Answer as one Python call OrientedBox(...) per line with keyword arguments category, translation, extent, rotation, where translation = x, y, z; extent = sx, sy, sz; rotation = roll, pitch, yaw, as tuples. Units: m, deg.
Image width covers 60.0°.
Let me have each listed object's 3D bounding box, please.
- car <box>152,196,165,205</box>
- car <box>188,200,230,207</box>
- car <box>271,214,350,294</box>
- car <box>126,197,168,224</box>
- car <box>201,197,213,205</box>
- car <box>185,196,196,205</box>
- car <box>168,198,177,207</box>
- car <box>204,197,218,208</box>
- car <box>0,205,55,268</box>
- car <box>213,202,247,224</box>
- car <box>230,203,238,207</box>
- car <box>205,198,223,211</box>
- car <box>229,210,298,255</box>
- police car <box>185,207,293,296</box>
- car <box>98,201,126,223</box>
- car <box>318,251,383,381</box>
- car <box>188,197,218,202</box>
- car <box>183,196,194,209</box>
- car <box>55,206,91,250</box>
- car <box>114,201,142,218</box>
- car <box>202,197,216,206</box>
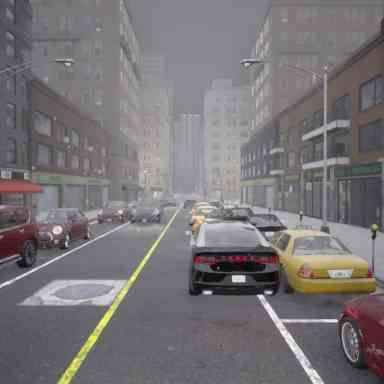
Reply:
OrientedBox(category="car", translation=(-5.919, 1.505, 58.727), extent=(1.887, 1.381, 4.507), rotation=(-1, 0, 0))
OrientedBox(category="car", translation=(0.824, 1.448, 18.900), extent=(1.801, 1.575, 5.366), rotation=(0, 0, 0))
OrientedBox(category="car", translation=(2.824, 1.523, 8.661), extent=(1.752, 1.417, 4.829), rotation=(-1, 0, 0))
OrientedBox(category="car", translation=(-3.199, 1.342, 24.554), extent=(2.097, 1.767, 4.553), rotation=(0, 0, 0))
OrientedBox(category="car", translation=(2.626, 1.542, 58.764), extent=(1.802, 1.307, 4.206), rotation=(-1, 0, 0))
OrientedBox(category="car", translation=(-0.246, 1.438, 59.355), extent=(1.882, 1.535, 5.008), rotation=(0, 0, 0))
OrientedBox(category="car", translation=(-3.211, 1.535, 48.779), extent=(1.994, 1.385, 4.181), rotation=(0, 0, 0))
OrientedBox(category="car", translation=(2.669, 1.498, 47.762), extent=(1.752, 1.417, 4.829), rotation=(-1, 0, 0))
OrientedBox(category="car", translation=(-5.711, 1.312, 8.456), extent=(2.192, 1.841, 5.009), rotation=(-1, 0, 0))
OrientedBox(category="car", translation=(2.759, 1.541, 25.249), extent=(2.008, 1.369, 4.403), rotation=(-1, 0, 0))
OrientedBox(category="car", translation=(2.781, 1.558, 19.663), extent=(1.947, 1.339, 4.313), rotation=(-1, 0, 0))
OrientedBox(category="car", translation=(2.692, 1.529, 42.006), extent=(2.008, 1.369, 4.403), rotation=(-1, 0, 0))
OrientedBox(category="car", translation=(2.803, 1.561, 14.077), extent=(1.947, 1.339, 4.313), rotation=(-1, 0, 0))
OrientedBox(category="police car", translation=(0.866, 1.422, 8.820), extent=(1.930, 1.638, 5.238), rotation=(0, 0, 0))
OrientedBox(category="car", translation=(-5.780, 1.430, 25.212), extent=(1.967, 1.590, 4.097), rotation=(-1, 0, 0))
OrientedBox(category="car", translation=(2.848, 1.581, 2.905), extent=(1.802, 1.307, 4.206), rotation=(-1, 0, 0))
OrientedBox(category="car", translation=(0.798, 1.446, 24.901), extent=(1.801, 1.575, 5.366), rotation=(0, 0, 0))
OrientedBox(category="car", translation=(-0.176, 1.479, 45.612), extent=(1.837, 1.490, 4.892), rotation=(0, 0, 0))
OrientedBox(category="car", translation=(-5.733, 1.435, 14.041), extent=(1.967, 1.590, 4.097), rotation=(-1, 0, 0))
OrientedBox(category="car", translation=(-5.802, 1.568, 30.798), extent=(1.802, 1.307, 4.206), rotation=(-1, 0, 0))
OrientedBox(category="car", translation=(2.648, 1.533, 53.178), extent=(1.947, 1.339, 4.313), rotation=(-1, 0, 0))
